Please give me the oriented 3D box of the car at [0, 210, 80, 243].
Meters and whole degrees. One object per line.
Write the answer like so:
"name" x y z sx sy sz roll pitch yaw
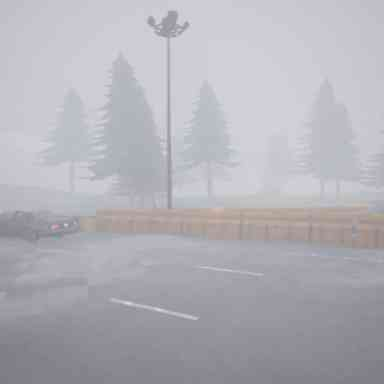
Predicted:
"car" -7.986 1.550 15.882 5.357 1.411 2.033 0 0 22

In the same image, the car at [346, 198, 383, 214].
"car" 14.896 1.335 25.515 4.902 1.511 2.128 0 0 -8

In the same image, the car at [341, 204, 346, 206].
"car" 15.406 1.307 29.117 5.008 1.535 1.882 0 0 -8
